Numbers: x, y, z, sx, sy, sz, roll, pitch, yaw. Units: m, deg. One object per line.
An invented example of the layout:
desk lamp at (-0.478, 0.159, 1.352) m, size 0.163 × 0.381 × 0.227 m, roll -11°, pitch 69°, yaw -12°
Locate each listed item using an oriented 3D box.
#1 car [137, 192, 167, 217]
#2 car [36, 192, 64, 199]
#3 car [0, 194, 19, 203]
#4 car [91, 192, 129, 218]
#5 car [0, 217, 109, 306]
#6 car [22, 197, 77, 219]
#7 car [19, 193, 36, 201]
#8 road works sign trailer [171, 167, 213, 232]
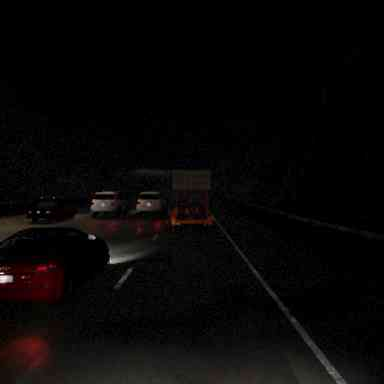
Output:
car at (-3.400, 1.014, 28.871) m, size 2.150 × 2.045 × 5.566 m, roll 0°, pitch 1°, yaw 0°
car at (-21.088, 0.797, 50.258) m, size 2.097 × 1.767 × 4.553 m, roll 0°, pitch 1°, yaw 0°
car at (-28.034, 0.956, 51.960) m, size 2.033 × 1.411 × 5.357 m, roll 0°, pitch 1°, yaw 1°
car at (-6.900, 1.020, 28.395) m, size 2.150 × 2.045 × 5.566 m, roll 0°, pitch 1°, yaw 0°
car at (-3.400, 1.537, 8.026) m, size 1.994 × 1.385 × 4.181 m, roll 0°, pitch 0°, yaw 0°
car at (-10.400, 1.386, 25.043) m, size 2.033 × 1.411 × 5.357 m, roll 0°, pitch 1°, yaw 0°
car at (-24.560, 0.882, 52.174) m, size 1.882 × 1.535 × 5.008 m, roll 0°, pitch 1°, yaw 0°
road works sign trailer at (-0.012, 0.358, 19.409) m, size 2.380 × 3.560 × 2.880 m, roll 0°, pitch 1°, yaw 0°
